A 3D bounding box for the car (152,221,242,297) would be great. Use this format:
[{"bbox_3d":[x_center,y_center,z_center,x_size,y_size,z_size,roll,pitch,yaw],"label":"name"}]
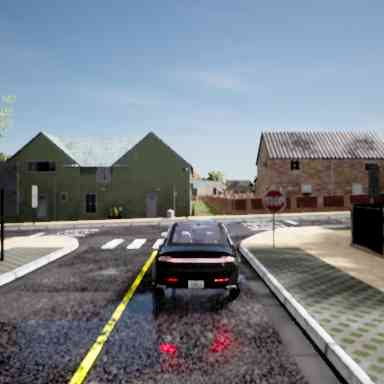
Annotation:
[{"bbox_3d":[0.158,1.489,8.564,2.128,1.511,4.902,0,0,2],"label":"car"}]
